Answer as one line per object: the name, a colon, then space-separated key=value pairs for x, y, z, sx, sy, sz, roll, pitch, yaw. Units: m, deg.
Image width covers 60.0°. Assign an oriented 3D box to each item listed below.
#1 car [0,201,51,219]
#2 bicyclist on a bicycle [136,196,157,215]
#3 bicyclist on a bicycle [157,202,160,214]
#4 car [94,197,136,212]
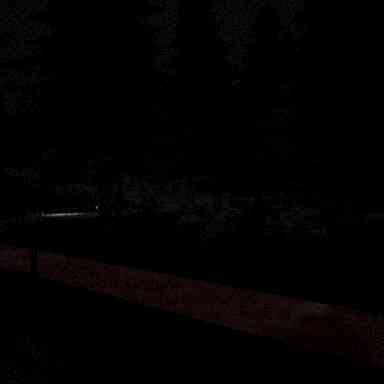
car: x=-14.331 y=1.438 z=27.403 sx=1.895 sy=1.301 sz=4.718 roll=0 pitch=0 yaw=35
bicyclist on a bicycle: x=-4.072 y=1.141 z=28.424 sx=1.656 sy=1.620 sz=0.582 roll=0 pitch=0 yaw=15
bicyclist on a bicycle: x=-3.511 y=1.142 z=28.907 sx=1.656 sy=1.620 sz=0.582 roll=0 pitch=0 yaw=22
car: x=-8.278 y=1.329 z=35.889 sx=2.128 sy=1.511 sz=4.902 roll=0 pitch=0 yaw=36
